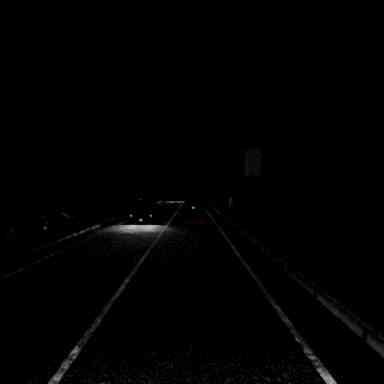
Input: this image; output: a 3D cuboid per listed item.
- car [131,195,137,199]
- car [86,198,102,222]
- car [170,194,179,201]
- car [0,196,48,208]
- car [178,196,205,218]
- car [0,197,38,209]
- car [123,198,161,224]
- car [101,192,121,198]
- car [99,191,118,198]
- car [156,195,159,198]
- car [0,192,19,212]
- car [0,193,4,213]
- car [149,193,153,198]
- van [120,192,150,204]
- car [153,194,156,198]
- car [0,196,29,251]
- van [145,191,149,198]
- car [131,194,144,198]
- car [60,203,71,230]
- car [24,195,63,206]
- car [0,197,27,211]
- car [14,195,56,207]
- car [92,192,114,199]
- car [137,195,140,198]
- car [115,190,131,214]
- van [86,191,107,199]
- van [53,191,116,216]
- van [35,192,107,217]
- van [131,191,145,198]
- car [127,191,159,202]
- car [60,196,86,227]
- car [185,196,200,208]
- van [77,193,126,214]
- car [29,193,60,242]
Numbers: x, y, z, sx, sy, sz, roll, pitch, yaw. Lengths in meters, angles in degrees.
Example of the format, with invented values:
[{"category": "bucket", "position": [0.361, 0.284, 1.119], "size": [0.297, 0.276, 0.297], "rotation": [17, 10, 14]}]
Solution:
[{"category": "car", "position": [-8.944, 1.332, 36.284], "size": [4.892, 1.521, 2.231], "rotation": [0, 0, 0]}, {"category": "car", "position": [-8.918, 1.392, 22.264], "size": [4.892, 1.521, 2.231], "rotation": [0, 0, 0]}, {"category": "car", "position": [-3.242, 1.067, 65.733], "size": [1.812, 1.442, 4.674], "rotation": [0, 1, 1]}, {"category": "car", "position": [-22.210, 1.270, 43.980], "size": [5.366, 1.575, 1.946], "rotation": [0, 1, 0]}, {"category": "car", "position": [0.108, 1.300, 28.687], "size": [2.033, 1.649, 4.856], "rotation": [0, 1, 0]}, {"category": "car", "position": [-21.993, 1.330, 41.208], "size": [4.792, 1.488, 2.163], "rotation": [0, 0, 0]}, {"category": "car", "position": [-3.341, 1.442, 24.387], "size": [2.033, 1.411, 5.357], "rotation": [0, 0, 0]}, {"category": "car", "position": [-22.079, 0.737, 91.165], "size": [5.008, 1.535, 2.097], "rotation": [0, 1, 0]}, {"category": "car", "position": [-22.101, 0.643, 88.388], "size": [4.553, 1.767, 2.185], "rotation": [0, 1, 0]}, {"category": "car", "position": [-8.775, 1.106, 58.715], "size": [5.366, 1.575, 1.946], "rotation": [0, 1, 0]}, {"category": "car", "position": [-21.989, 1.085, 35.649], "size": [5.566, 2.045, 2.435], "rotation": [0, 0, 0]}, {"category": "car", "position": [-22.043, 1.100, 32.872], "size": [5.566, 2.045, 2.435], "rotation": [0, 0, 0]}, {"category": "car", "position": [-8.947, 1.207, 50.306], "size": [5.008, 1.535, 2.097], "rotation": [0, 1, 0]}, {"category": "van", "position": [-9.072, 0.948, 53.107], "size": [4.442, 1.987, 1.878], "rotation": [0, 1, 0]}, {"category": "car", "position": [-8.960, 1.182, 55.913], "size": [4.674, 1.452, 2.002], "rotation": [0, 1, 0]}, {"category": "car", "position": [-8.884, 1.181, 11.050], "size": [5.566, 2.045, 2.435], "rotation": [0, 0, 0]}, {"category": "van", "position": [-8.833, 1.012, 47.497], "size": [4.442, 1.987, 1.878], "rotation": [0, 1, 0]}, {"category": "car", "position": [-8.973, 1.323, 41.895], "size": [4.792, 1.488, 2.163], "rotation": [0, 1, 0]}, {"category": "car", "position": [-8.916, 1.452, 16.658], "size": [4.674, 1.452, 2.002], "rotation": [0, 0, 0]}, {"category": "car", "position": [-22.025, 1.218, 49.535], "size": [4.892, 1.521, 2.231], "rotation": [0, 1, 0]}, {"category": "car", "position": [-22.049, 1.349, 38.425], "size": [4.792, 1.488, 2.163], "rotation": [0, 0, 0]}, {"category": "car", "position": [-22.023, 1.246, 46.757], "size": [5.008, 1.535, 2.097], "rotation": [0, 1, 0]}, {"category": "car", "position": [-22.059, 0.831, 82.839], "size": [5.008, 1.535, 2.097], "rotation": [0, 1, 0]}, {"category": "car", "position": [-8.938, 1.354, 39.087], "size": [4.674, 1.452, 2.002], "rotation": [0, 0, 0]}, {"category": "car", "position": [-8.904, 1.108, 30.674], "size": [5.566, 2.045, 2.435], "rotation": [0, 0, 0]}, {"category": "van", "position": [-22.175, 0.669, 77.285], "size": [4.442, 1.987, 1.878], "rotation": [0, 1, 0]}, {"category": "van", "position": [-9.046, 1.144, 27.870], "size": [4.442, 1.987, 1.878], "rotation": [0, 0, 0]}, {"category": "van", "position": [-9.043, 1.154, 25.067], "size": [4.442, 1.987, 1.878], "rotation": [0, 0, 0]}, {"category": "van", "position": [-9.063, 1.040, 44.695], "size": [4.442, 1.987, 1.878], "rotation": [0, 1, 0]}, {"category": "car", "position": [-8.935, 0.825, 61.516], "size": [5.566, 2.045, 2.435], "rotation": [0, 1, 0]}, {"category": "car", "position": [-8.952, 1.275, 19.461], "size": [4.553, 1.767, 2.185], "rotation": [0, 0, 0]}, {"category": "car", "position": [0.081, 1.316, 44.825], "size": [1.994, 1.385, 4.181], "rotation": [0, 0, 0]}, {"category": "van", "position": [-9.052, 1.122, 33.475], "size": [4.442, 1.987, 1.878], "rotation": [0, 0, 0]}, {"category": "car", "position": [-8.887, 1.171, 13.854], "size": [5.566, 2.045, 2.435], "rotation": [0, 0, 0]}]
